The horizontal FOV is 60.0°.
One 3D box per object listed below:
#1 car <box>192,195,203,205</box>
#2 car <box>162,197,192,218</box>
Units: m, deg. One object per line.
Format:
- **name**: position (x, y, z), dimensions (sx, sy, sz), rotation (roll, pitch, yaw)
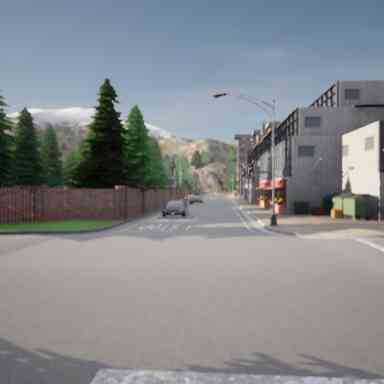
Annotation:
- **car**: position (0.769, 1.148, 52.008), dimensions (1.812, 1.442, 4.674), rotation (0, 1, 5)
- **car**: position (-1.284, 1.345, 27.660), dimensions (1.812, 1.442, 4.674), rotation (0, 1, 5)
